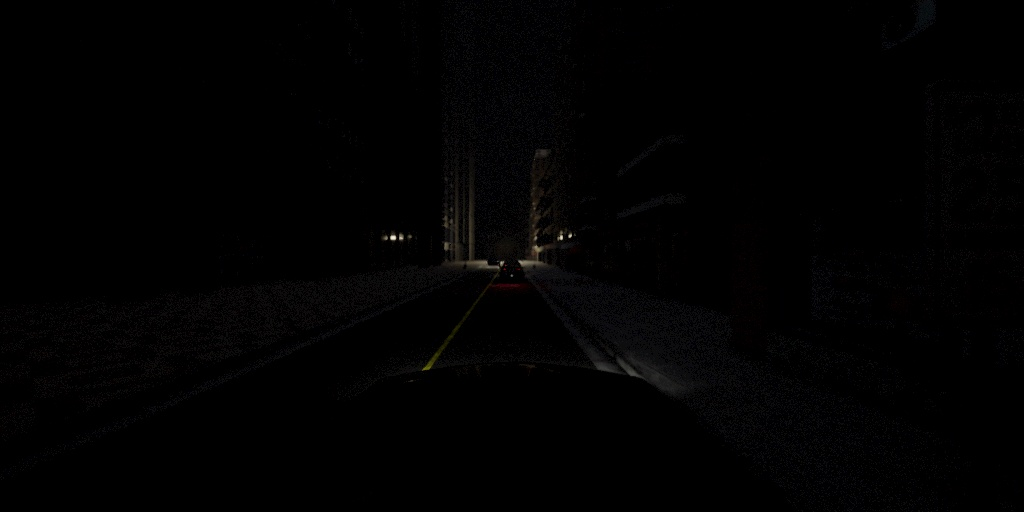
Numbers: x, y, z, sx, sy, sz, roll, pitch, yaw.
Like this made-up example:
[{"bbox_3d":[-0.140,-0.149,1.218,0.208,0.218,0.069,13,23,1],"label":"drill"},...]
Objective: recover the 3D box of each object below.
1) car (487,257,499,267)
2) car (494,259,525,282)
[{"bbox_3d":[-3.166,0.921,63.146,2.097,1.767,4.553,0,0,0],"label":"car"},{"bbox_3d":[0.001,1.195,28.073,2.128,1.511,4.902,0,0,0],"label":"car"}]
